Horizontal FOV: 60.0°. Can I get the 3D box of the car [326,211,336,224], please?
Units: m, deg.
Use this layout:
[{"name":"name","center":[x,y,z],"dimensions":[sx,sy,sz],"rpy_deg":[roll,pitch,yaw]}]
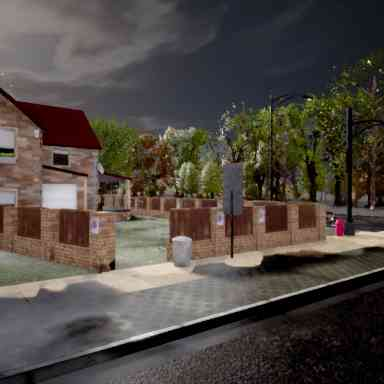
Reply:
[{"name":"car","center":[7.684,1.468,23.349],"dimensions":[1.812,1.442,4.674],"rpy_deg":[0,0,-36]}]
